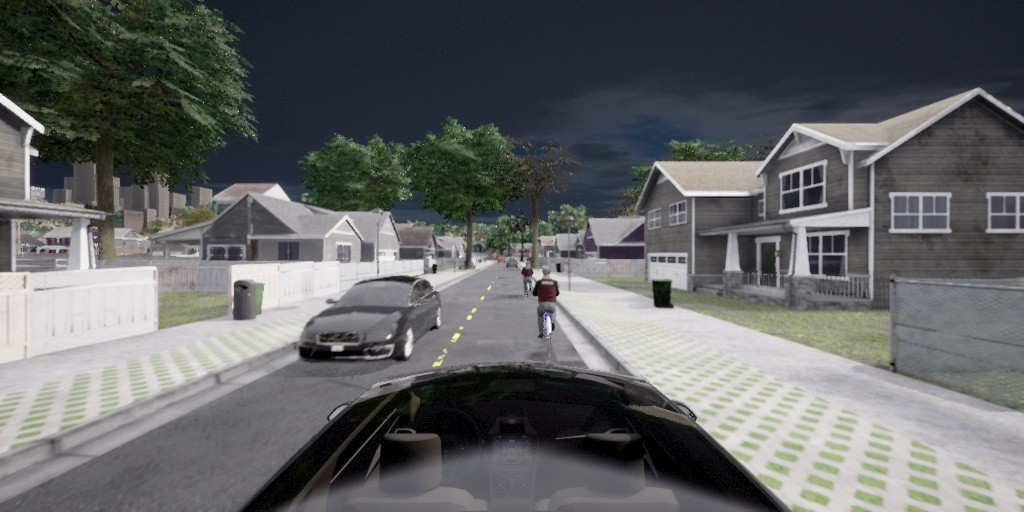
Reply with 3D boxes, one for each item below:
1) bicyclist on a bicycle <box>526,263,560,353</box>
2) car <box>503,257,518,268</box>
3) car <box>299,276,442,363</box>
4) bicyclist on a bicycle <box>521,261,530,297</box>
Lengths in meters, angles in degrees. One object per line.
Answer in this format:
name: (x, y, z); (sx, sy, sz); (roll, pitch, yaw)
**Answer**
bicyclist on a bicycle: (0.749, 1.120, 7.969); (0.659, 1.776, 1.843); (0, 0, 0)
car: (0.007, 1.241, 60.326); (2.128, 1.511, 4.902); (0, 0, 0)
car: (-2.859, 1.254, 8.298); (1.837, 1.490, 4.892); (0, 0, 0)
bicyclist on a bicycle: (0.735, 1.119, 16.969); (0.659, 1.776, 1.843); (0, 0, 0)
